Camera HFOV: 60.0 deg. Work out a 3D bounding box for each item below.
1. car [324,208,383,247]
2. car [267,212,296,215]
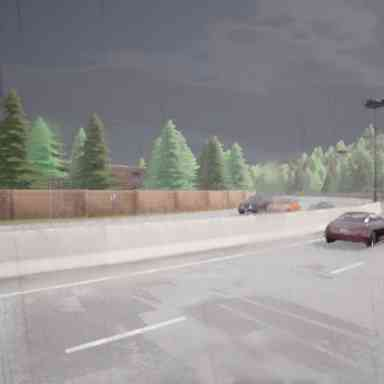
[{"bbox_3d":[7.856,1.601,15.419,4.181,1.385,1.994,0,0,-44],"label":"car"},{"bbox_3d":[9.100,1.446,32.656,2.097,1.767,4.553,0,0,38],"label":"car"}]
